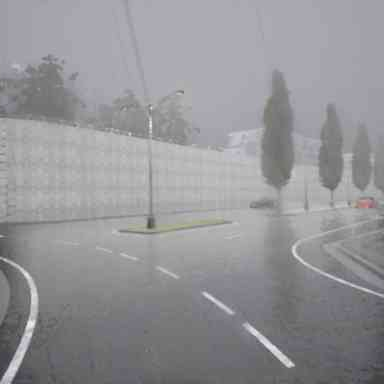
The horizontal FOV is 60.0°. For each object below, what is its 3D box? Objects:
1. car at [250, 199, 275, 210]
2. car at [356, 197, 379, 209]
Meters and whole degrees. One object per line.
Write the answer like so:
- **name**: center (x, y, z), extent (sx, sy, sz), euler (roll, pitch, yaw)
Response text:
- **car**: center (10.086, 1.746, 47.720), extent (2.128, 1.511, 4.902), euler (-1, -1, 41)
- **car**: center (24.927, 1.428, 47.230), extent (2.097, 1.767, 4.553), euler (-1, -1, 41)
